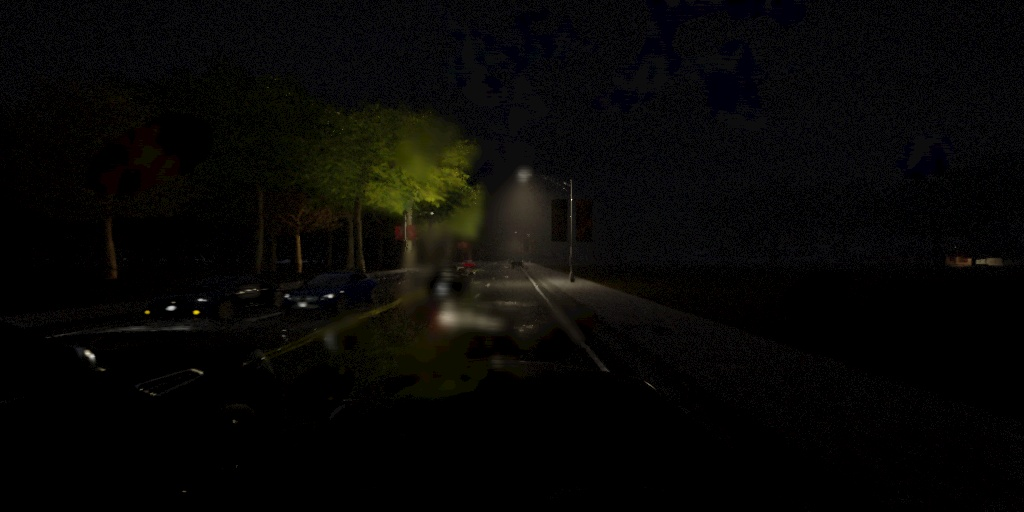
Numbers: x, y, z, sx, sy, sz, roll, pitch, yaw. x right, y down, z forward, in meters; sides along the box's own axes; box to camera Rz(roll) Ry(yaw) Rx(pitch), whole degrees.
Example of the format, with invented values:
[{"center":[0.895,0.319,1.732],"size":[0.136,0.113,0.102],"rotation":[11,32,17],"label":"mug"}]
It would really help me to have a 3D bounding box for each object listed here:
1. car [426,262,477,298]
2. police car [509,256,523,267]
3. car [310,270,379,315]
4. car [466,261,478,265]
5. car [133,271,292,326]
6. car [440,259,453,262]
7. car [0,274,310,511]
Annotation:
[{"center":[-3.154,1.255,18.669],"size":[1.837,1.490,4.892],"rotation":[0,0,0],"label":"car"},{"center":[0.960,1.204,64.776],"size":[1.930,1.638,5.238],"rotation":[0,0,0],"label":"police car"},{"center":[-6.611,1.276,13.661],"size":[1.812,1.442,4.674],"rotation":[0,0,0],"label":"car"},{"center":[-6.555,1.369,56.237],"size":[1.895,1.301,4.718],"rotation":[0,0,1],"label":"car"},{"center":[-9.852,1.314,12.355],"size":[1.994,1.385,4.181],"rotation":[0,0,0],"label":"car"},{"center":[-9.826,1.243,53.615],"size":[1.882,1.535,5.008],"rotation":[0,0,0],"label":"car"},{"center":[-3.150,0.971,0.853],"size":[2.150,2.045,5.566],"rotation":[0,0,0],"label":"car"}]
